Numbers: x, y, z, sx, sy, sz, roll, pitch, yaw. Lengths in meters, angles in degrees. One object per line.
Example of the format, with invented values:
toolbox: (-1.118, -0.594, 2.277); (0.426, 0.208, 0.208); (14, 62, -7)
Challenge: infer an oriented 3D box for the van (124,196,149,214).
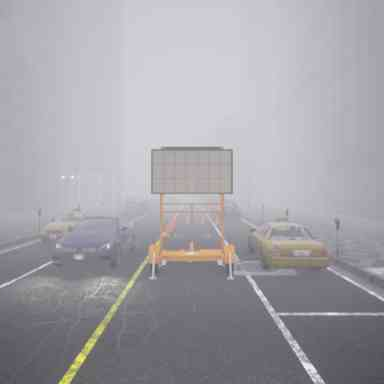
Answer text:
van: (-5.665, 1.334, 33.221); (1.690, 1.788, 3.998); (0, 0, 0)

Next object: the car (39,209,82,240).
car: (-5.667, 1.519, 16.096); (1.752, 1.417, 4.829); (0, 0, 1)

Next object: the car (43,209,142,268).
car: (-3.101, 1.521, 11.450); (1.812, 1.442, 4.674); (0, 0, 0)

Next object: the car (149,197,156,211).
car: (-5.666, 1.564, 38.860); (1.947, 1.339, 4.313); (0, 0, 0)

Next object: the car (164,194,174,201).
car: (-5.667, 1.410, 83.970); (2.192, 1.841, 5.009); (0, 0, 0)

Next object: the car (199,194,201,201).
car: (2.859, 1.478, 61.403); (1.967, 1.590, 4.097); (0, 0, 0)

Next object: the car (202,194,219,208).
car: (2.859, 1.322, 44.485); (2.192, 1.841, 5.009); (0, 0, 0)

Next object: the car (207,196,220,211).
car: (2.860, 1.433, 33.205); (1.967, 1.590, 4.097); (0, 0, 0)

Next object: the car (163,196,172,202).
car: (-5.667, 1.600, 78.162); (1.752, 1.417, 4.829); (0, 0, 0)

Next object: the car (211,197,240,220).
car: (2.859, 1.430, 27.567); (1.967, 1.590, 4.097); (0, 0, 0)

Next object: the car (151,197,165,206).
car: (-5.666, 1.572, 55.776); (1.887, 1.381, 4.507); (0, 0, 0)

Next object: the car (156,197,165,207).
car: (-5.666, 1.457, 50.138); (1.967, 1.590, 4.097); (0, 0, 0)

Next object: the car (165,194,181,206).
car: (-3.091, 1.501, 53.701); (1.882, 1.535, 5.008); (0, 0, 0)

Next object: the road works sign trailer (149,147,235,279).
road works sign trailer: (0.000, 0.460, 9.960); (2.380, 3.560, 2.880); (0, 0, 0)

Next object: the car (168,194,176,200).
car: (-5.667, 1.455, 95.249); (2.192, 1.841, 5.009); (0, 0, 0)

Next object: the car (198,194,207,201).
car: (2.858, 1.433, 89.601); (2.192, 1.841, 5.009); (0, 0, 0)

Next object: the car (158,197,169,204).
car: (-5.666, 1.631, 67.055); (1.802, 1.307, 4.206); (0, 0, 0)

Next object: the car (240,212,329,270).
car: (2.866, 1.520, 10.851); (1.752, 1.417, 4.829); (0, 0, 1)
